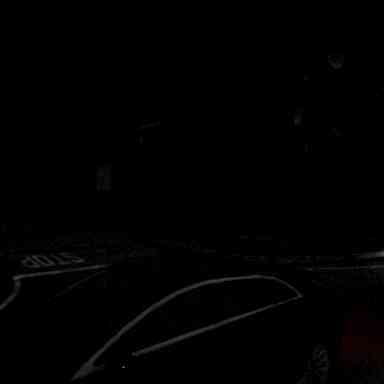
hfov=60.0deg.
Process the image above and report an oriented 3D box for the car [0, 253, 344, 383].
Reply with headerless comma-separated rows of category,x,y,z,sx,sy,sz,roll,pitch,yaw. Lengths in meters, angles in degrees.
car,-0.396,1.495,3.428,4.902,1.511,2.128,0,0,-36
